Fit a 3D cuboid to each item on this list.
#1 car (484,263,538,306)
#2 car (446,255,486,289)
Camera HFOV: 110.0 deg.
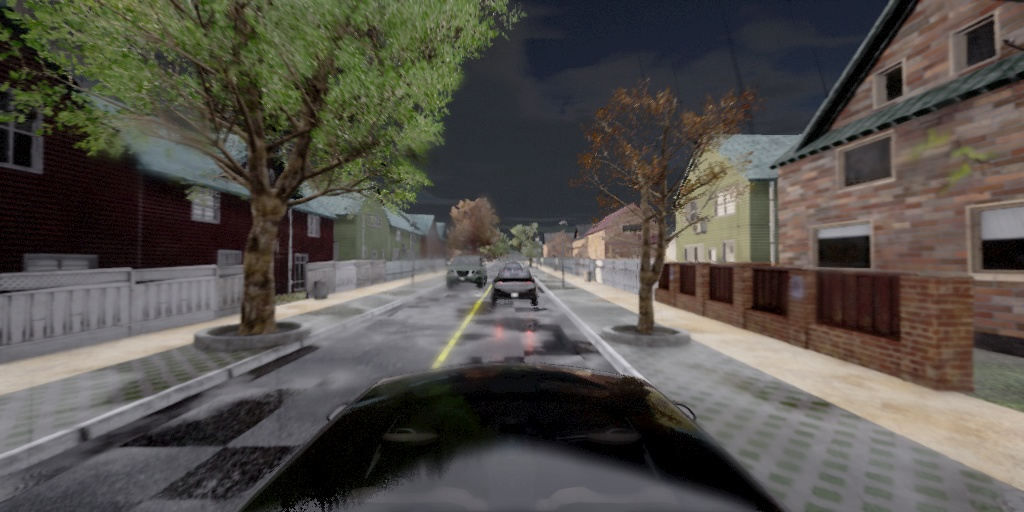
[{"bbox_3d":[0.096,1.244,15.861,2.128,1.511,4.902,0,0,0],"label":"car"},{"bbox_3d":[-2.853,0.975,23.532,2.150,2.045,5.566,0,0,0],"label":"car"}]
